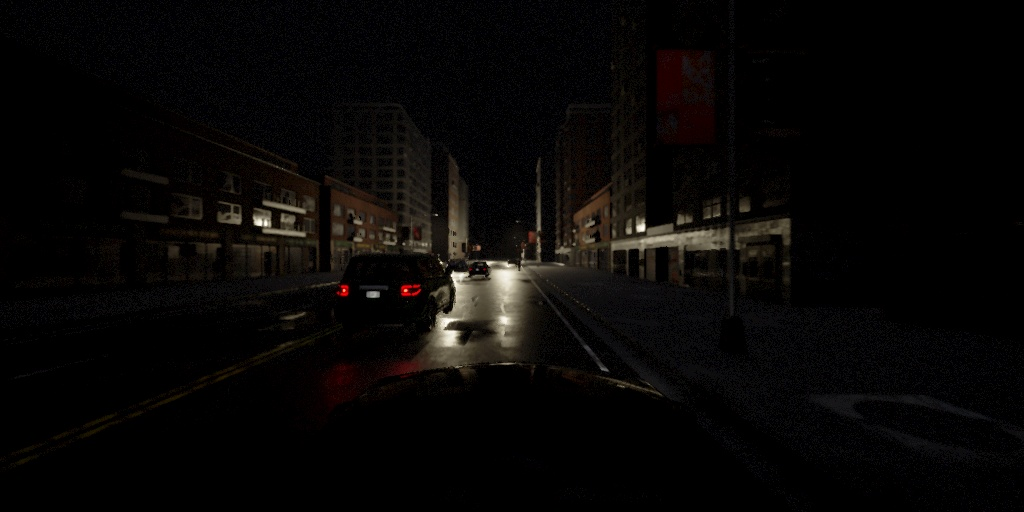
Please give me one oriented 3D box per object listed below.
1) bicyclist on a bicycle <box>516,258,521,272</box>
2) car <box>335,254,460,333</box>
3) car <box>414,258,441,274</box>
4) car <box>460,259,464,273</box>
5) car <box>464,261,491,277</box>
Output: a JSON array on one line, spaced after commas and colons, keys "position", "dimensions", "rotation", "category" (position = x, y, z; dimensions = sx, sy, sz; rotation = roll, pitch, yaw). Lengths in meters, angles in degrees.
[{"position": [0.904, 1.186, 43.934], "dimensions": [0.582, 1.620, 1.656], "rotation": [0, 0, 0], "category": "bicyclist on a bicycle"}, {"position": [-3.149, 0.968, 10.819], "dimensions": [2.150, 2.045, 5.566], "rotation": [0, 0, 0], "category": "car"}, {"position": [-9.823, 1.086, 41.908], "dimensions": [2.097, 1.767, 4.553], "rotation": [0, 0, 0], "category": "car"}, {"position": [-6.569, 1.085, 42.367], "dimensions": [2.097, 1.767, 4.553], "rotation": [0, 0, 0], "category": "car"}, {"position": [-3.138, 1.284, 35.110], "dimensions": [2.033, 1.411, 5.357], "rotation": [0, 0, 0], "category": "car"}]
